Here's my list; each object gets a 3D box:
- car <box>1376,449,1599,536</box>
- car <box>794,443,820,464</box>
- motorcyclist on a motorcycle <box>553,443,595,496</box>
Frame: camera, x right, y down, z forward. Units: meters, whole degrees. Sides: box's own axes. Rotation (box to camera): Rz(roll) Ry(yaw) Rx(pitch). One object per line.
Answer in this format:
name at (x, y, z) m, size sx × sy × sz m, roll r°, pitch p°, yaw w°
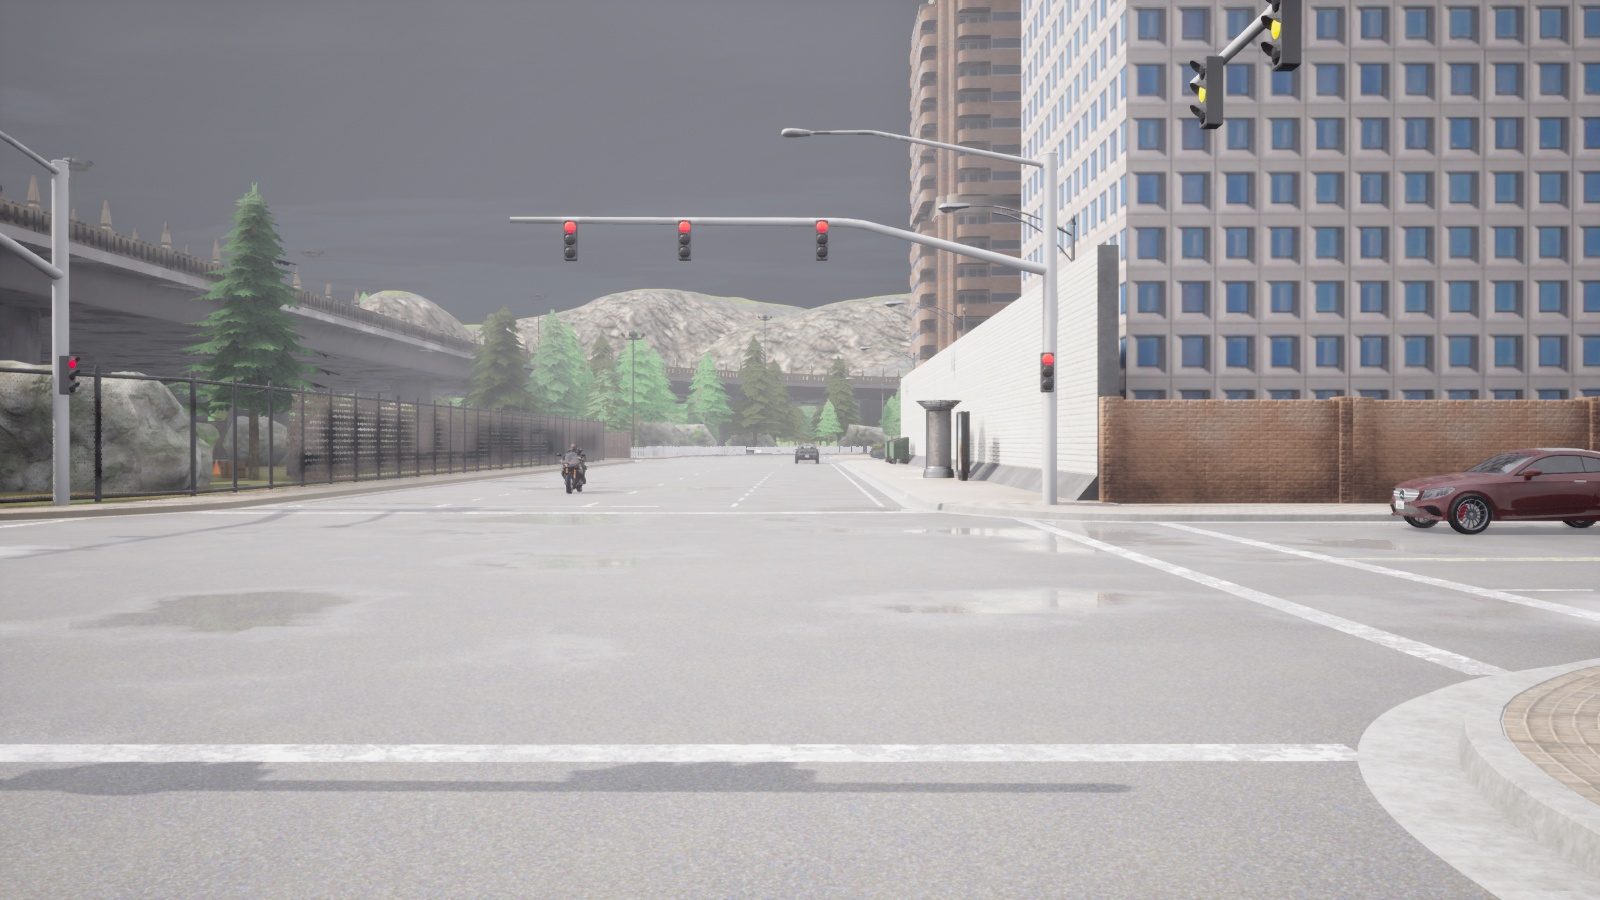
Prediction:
car at (12.785, 0.714, 21.879) m, size 4.674 × 1.442 × 1.812 m, roll 0°, pitch 0°, yaw 0°
car at (0.512, 0.246, 91.154) m, size 1.816 × 1.474 × 4.193 m, roll 0°, pitch 0°, yaw 0°
motorcyclist on a motorcycle at (-6.779, 0.563, 37.779) m, size 0.866 × 1.530 × 2.191 m, roll 0°, pitch 0°, yaw 0°
